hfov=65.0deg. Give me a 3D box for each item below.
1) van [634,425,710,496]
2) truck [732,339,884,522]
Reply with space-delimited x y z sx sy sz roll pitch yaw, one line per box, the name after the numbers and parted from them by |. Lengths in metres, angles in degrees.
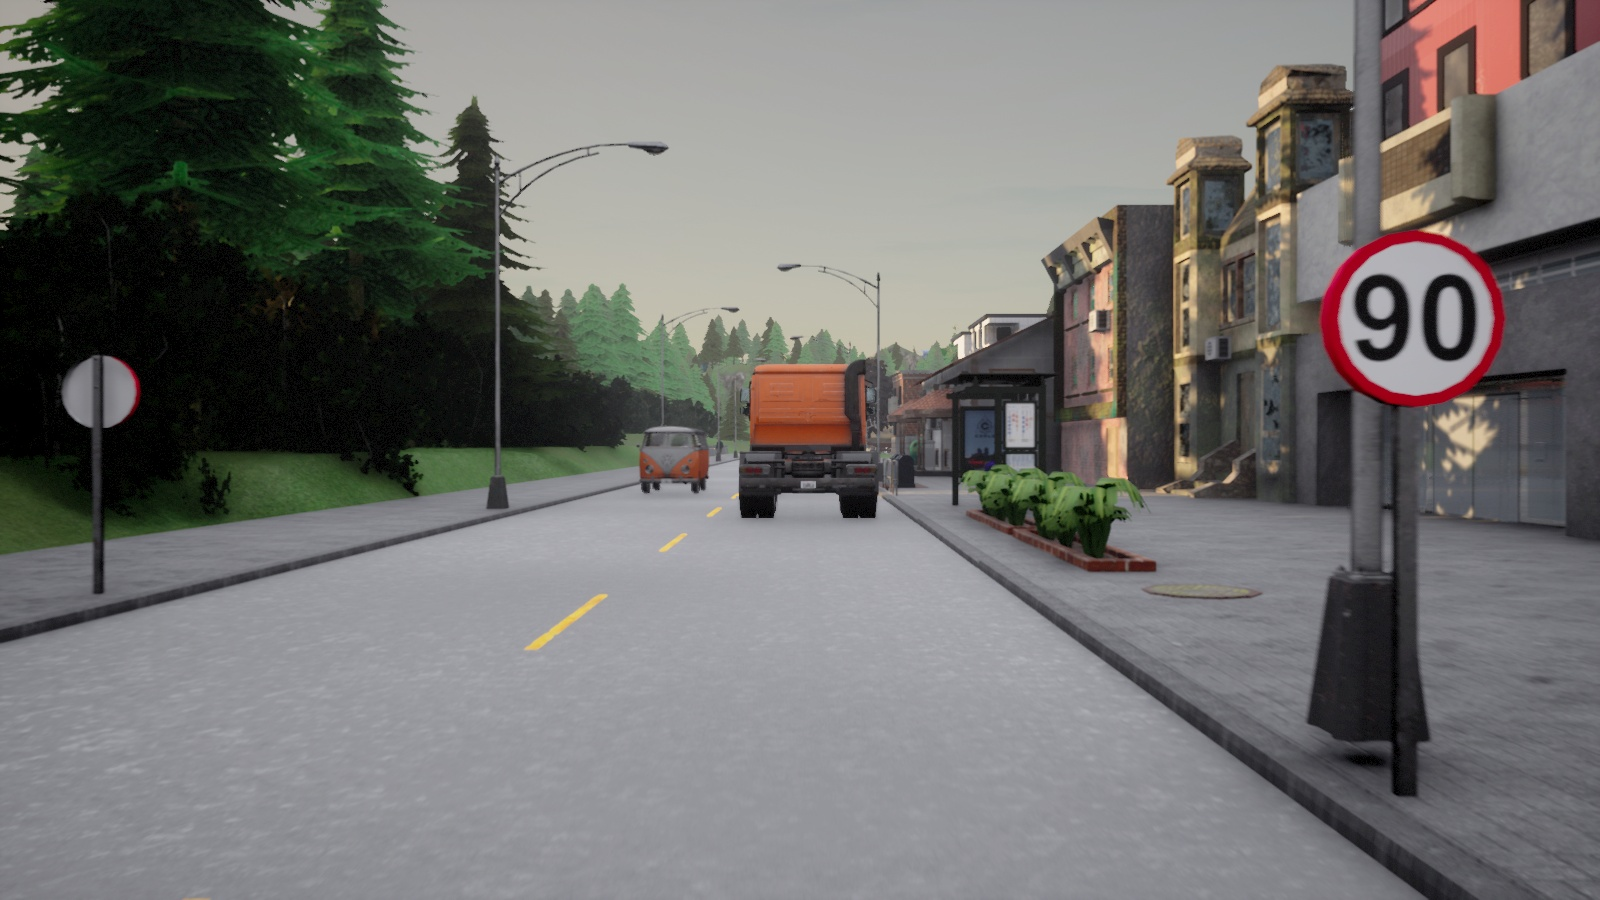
-3.770 0.283 37.637 1.775 1.987 4.442 0 0 0 | van
0.175 -0.392 27.854 2.891 3.462 7.936 0 0 0 | truck
